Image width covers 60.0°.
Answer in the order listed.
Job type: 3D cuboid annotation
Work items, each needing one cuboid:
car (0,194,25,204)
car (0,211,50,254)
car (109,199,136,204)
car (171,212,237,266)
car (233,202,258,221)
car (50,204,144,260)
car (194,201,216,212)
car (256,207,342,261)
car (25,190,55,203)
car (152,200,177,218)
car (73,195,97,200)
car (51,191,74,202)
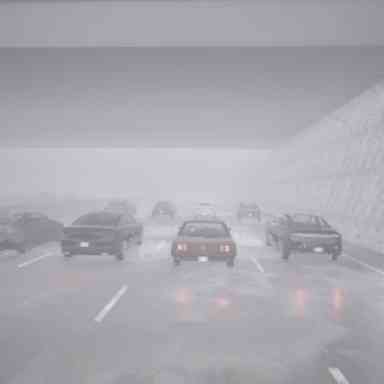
[{"bbox_3d":[-26.219,0.972,49.401,2.033,1.411,5.357,1,0,3],"label":"car"},{"bbox_3d":[-6.521,1.419,12.891,1.994,1.385,4.181,1,0,3],"label":"car"},{"bbox_3d":[-5.919,1.340,28.269,2.128,1.511,4.902,1,0,3],"label":"car"},{"bbox_3d":[0.423,1.594,11.551,1.895,1.301,4.718,1,0,3],"label":"car"},{"bbox_3d":[4.571,1.546,27.861,2.128,1.511,4.902,1,0,3],"label":"car"},{"bbox_3d":[-3.047,1.403,12.247,1.882,1.535,5.008,1,0,3],"label":"car"},{"bbox_3d":[1.117,1.510,28.970,1.812,1.442,4.674,1,0,2],"label":"car"},{"bbox_3d":[3.974,1.553,12.578,2.128,1.511,4.902,1,0,3],"label":"car"},{"bbox_3d":[-22.648,0.712,50.881,2.150,2.045,5.566,1,0,3],"label":"car"},{"bbox_3d":[-2.380,1.442,29.112,1.812,1.442,4.674,1,0,2],"label":"car"},{"bbox_3d":[-15.701,1.193,50.054,1.994,1.385,4.181,1,0,3],"label":"car"},{"bbox_3d":[-19.140,1.052,51.260,2.128,1.511,4.902,1,0,3],"label":"car"}]
